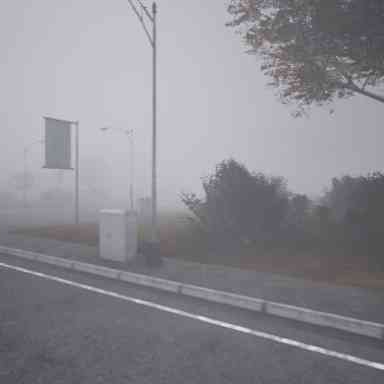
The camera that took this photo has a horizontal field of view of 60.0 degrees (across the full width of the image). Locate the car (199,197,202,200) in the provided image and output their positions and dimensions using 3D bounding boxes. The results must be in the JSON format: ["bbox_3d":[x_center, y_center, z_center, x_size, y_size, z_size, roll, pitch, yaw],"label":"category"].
[{"bbox_3d":[1.103,1.525,57.715,1.895,1.301,4.718,0,0,33],"label":"car"}]

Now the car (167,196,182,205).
[{"bbox_3d":[-2.490,1.439,58.615,1.812,1.442,4.674,0,0,33],"label":"car"}]
